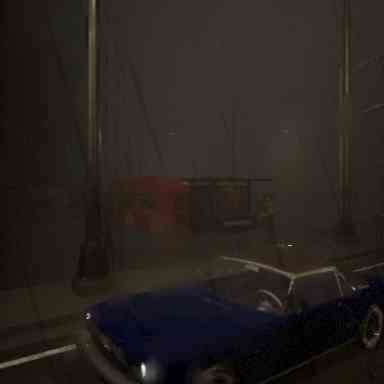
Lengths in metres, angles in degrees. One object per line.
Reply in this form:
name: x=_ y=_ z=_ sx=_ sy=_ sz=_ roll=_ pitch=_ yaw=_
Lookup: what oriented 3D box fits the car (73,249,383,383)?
car: x=0.930 y=1.588 z=4.634 sx=4.718 sy=1.301 sz=1.895 roll=0 pitch=0 yaw=-35
